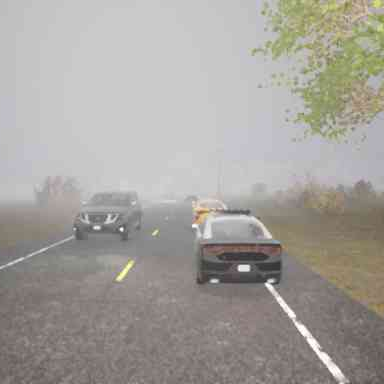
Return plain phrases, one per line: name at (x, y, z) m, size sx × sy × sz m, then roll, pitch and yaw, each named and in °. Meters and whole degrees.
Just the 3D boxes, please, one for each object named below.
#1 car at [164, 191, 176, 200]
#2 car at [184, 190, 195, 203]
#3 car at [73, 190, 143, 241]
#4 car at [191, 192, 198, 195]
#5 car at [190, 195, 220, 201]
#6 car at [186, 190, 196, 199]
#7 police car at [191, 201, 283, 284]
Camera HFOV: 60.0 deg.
car at (-3.693, 0.542, 56.479) m, size 2.128 × 1.511 × 4.902 m, roll 0°, pitch 1°, yaw 0°
car at (-0.070, 0.724, 47.642) m, size 1.812 × 1.442 × 4.674 m, roll 0°, pitch 1°, yaw 1°
car at (-3.634, 0.961, 15.446) m, size 2.150 × 2.045 × 5.566 m, roll 0°, pitch 1°, yaw 0°
car at (0.994, 1.030, 25.295) m, size 1.801 × 1.575 × 5.366 m, roll 0°, pitch 1°, yaw 0°
car at (1.008, 1.156, 19.105) m, size 1.882 × 1.535 × 5.008 m, roll 0°, pitch 1°, yaw 0°
car at (-0.139, 0.441, 63.307) m, size 1.837 × 1.490 × 4.892 m, roll 0°, pitch 1°, yaw 0°
police car at (1.030, 1.269, 9.214) m, size 1.930 × 1.638 × 5.238 m, roll 0°, pitch 1°, yaw 0°
